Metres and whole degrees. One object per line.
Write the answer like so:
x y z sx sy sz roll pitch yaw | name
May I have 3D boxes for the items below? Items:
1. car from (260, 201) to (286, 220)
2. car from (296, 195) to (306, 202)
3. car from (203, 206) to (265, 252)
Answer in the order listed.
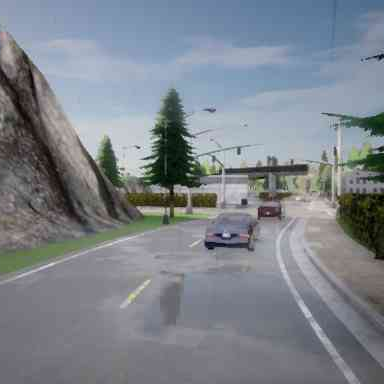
6.742 1.483 27.980 1.882 1.535 5.008 0 0 21 | car
24.125 1.487 73.706 1.812 1.442 4.674 0 0 21 | car
1.820 1.561 14.027 2.033 1.411 5.357 0 0 14 | car
